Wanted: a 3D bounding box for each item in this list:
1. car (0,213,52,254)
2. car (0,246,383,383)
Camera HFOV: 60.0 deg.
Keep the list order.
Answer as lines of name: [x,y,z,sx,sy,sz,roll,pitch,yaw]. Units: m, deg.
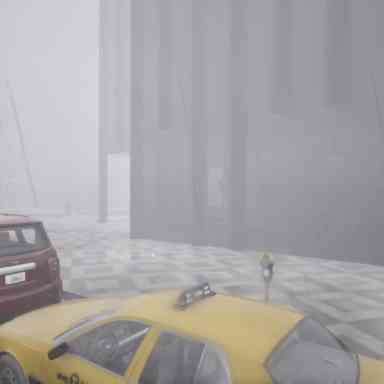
car: [-4.461,1.313,6.148,5.009,1.841,2.192,0,0,36]
car: [-0.185,1.525,3.093,4.829,1.417,1.752,0,0,36]
